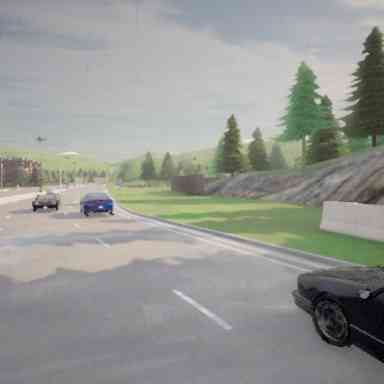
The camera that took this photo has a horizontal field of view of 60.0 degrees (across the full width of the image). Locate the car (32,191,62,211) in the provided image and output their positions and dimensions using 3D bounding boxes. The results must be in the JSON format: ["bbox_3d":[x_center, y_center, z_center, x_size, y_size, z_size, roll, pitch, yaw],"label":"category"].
[{"bbox_3d":[-11.976,0.827,27.744,1.895,1.301,4.718,-1,2,-18],"label":"car"}]

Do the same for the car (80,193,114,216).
[{"bbox_3d":[-6.898,0.783,23.902,1.882,1.535,5.008,-1,2,-23],"label":"car"}]

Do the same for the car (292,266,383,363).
[{"bbox_3d":[3.187,1.417,3.174,2.033,1.411,5.357,-1,2,-16],"label":"car"}]

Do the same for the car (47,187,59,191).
[{"bbox_3d":[-23.873,-0.063,56.969,1.812,1.442,4.674,-1,2,-18],"label":"car"}]
